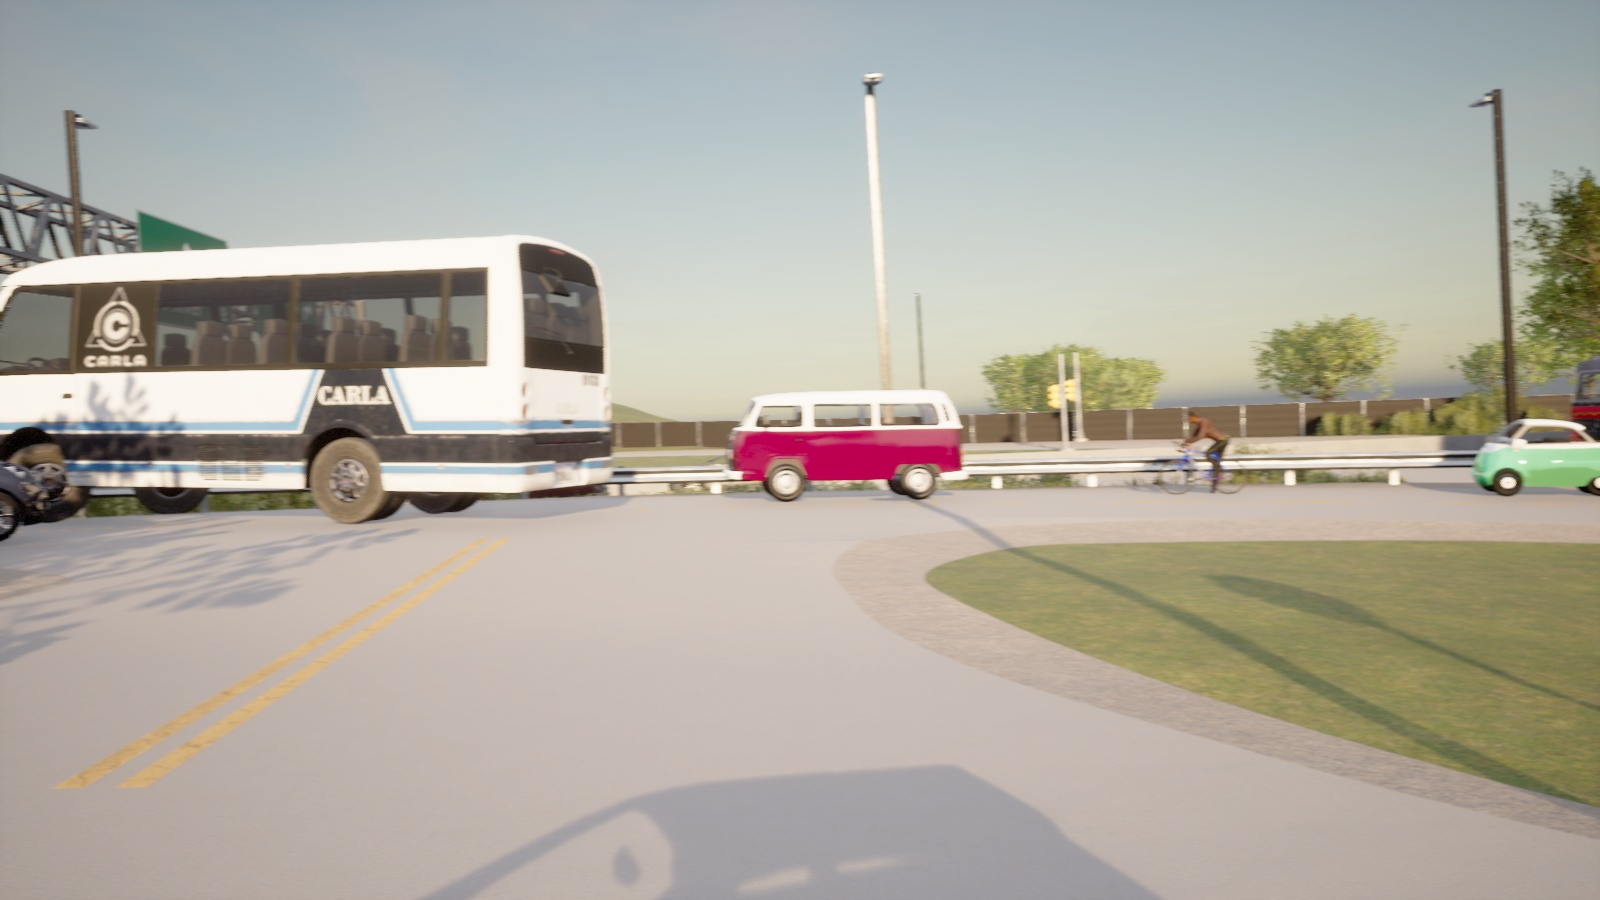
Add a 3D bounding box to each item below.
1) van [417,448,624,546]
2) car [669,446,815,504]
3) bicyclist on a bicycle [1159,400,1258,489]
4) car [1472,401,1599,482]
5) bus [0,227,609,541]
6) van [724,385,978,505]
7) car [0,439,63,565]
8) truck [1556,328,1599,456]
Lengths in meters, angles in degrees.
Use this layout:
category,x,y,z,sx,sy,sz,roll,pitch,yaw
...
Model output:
category,x,y,z,sx,sy,sz,roll,pitch,yaw
van,-6.549,1.071,29.773,4.442,1.987,1.775,-3,1,-3
car,-1.873,0.783,40.494,4.514,1.525,2.007,-3,1,-3
bicyclist on a bicycle,7.743,-0.109,23.855,1.656,1.620,0.582,-2,2,5
car,13.573,-0.170,22.781,2.207,1.376,1.481,-1,2,19
bus,-8.714,-0.858,20.361,10.273,4.253,3.944,-1,1,16
van,0.892,-0.117,23.708,4.480,2.038,2.069,-2,1,-6
car,-11.172,0.691,15.307,3.633,1.501,1.845,-2,0,-33
truck,28.189,-1.978,38.315,8.468,3.827,2.891,-3,1,-3
